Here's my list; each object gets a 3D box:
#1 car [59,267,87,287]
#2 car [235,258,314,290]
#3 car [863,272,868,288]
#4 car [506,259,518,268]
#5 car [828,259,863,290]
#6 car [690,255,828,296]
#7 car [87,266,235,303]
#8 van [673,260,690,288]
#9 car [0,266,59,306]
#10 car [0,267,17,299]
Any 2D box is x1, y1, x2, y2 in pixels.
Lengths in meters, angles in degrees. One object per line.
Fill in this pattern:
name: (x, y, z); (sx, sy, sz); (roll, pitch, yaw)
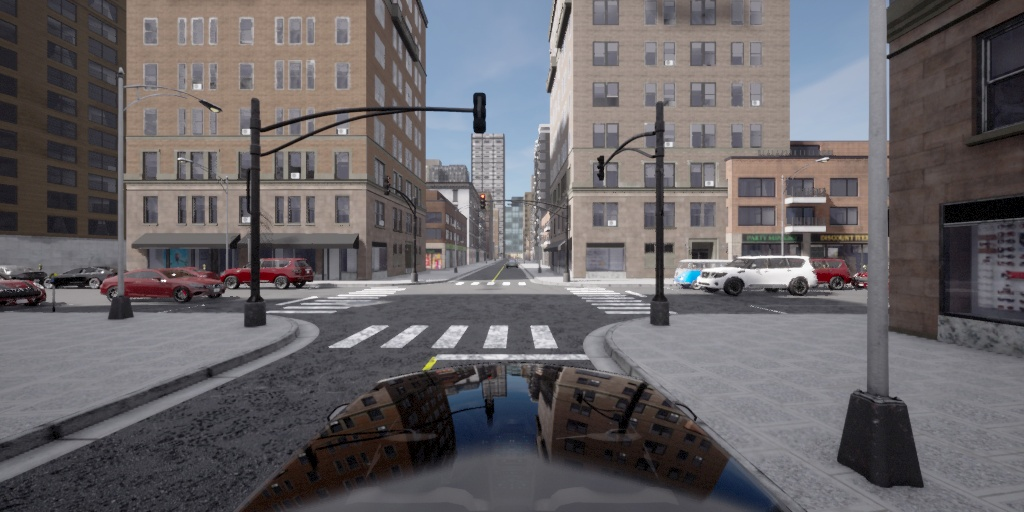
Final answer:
car: (-25.959, 1.299, 22.085); (4.313, 1.339, 1.948); (0, 0, 0)
car: (-14.913, 1.059, 22.023); (5.009, 1.841, 2.192); (0, 0, 0)
car: (23.227, 1.216, 21.808); (4.097, 1.591, 1.967); (0, 0, 0)
car: (0.039, 1.340, 60.390); (1.994, 1.385, 4.181); (0, 0, 1)
car: (17.631, 1.086, 21.839); (5.009, 1.841, 2.192); (0, 0, 0)
car: (12.956, 0.990, 19.106); (5.566, 2.045, 2.150); (0, 0, 0)
car: (-15.561, 1.270, 16.077); (4.674, 1.442, 1.812); (0, 0, 0)
van: (12.035, 1.108, 21.870); (3.998, 1.789, 1.690); (0, 0, 0)
car: (-20.459, 1.179, 13.528); (4.097, 1.591, 1.967); (0, 0, 0)
car: (-25.794, 1.260, 16.125); (4.674, 1.442, 1.812); (0, 0, 1)
